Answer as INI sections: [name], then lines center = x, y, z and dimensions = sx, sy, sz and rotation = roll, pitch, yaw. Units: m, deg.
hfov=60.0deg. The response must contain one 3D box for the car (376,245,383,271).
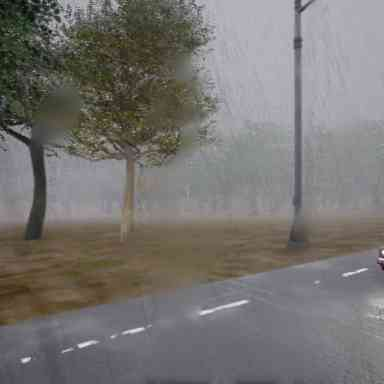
[car]
center = 6.962, 1.578, 8.946
dimensions = 4.718, 1.301, 1.895
rotation = 0, 0, -35
